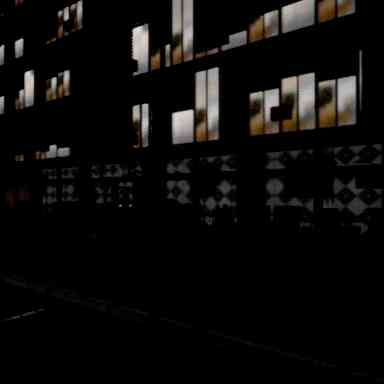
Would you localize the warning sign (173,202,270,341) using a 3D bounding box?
[{"bbox_3d":[0.513,1.124,5.427,1.060,1.860,1.300,0,0,35],"label":"warning sign"}]
